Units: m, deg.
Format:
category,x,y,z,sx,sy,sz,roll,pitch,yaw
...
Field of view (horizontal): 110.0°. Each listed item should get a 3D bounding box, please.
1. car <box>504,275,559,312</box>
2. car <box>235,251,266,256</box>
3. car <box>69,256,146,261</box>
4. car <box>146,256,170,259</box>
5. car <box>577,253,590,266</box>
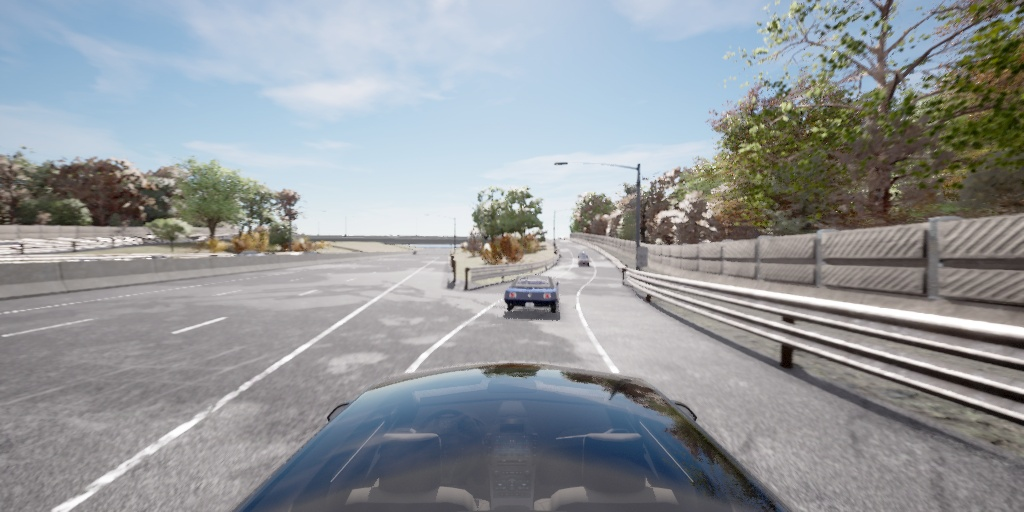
category,x,y,z,sx,sy,sz,roll,pitch,yaw
car,0.973,1.423,14.717,1.895,1.301,4.718,1,0,9
car,-29.796,0.489,41.563,1.812,1.442,4.674,0,1,-9
car,-26.508,0.813,22.462,2.033,1.411,5.357,0,1,-10
car,-35.939,0.617,35.914,1.895,1.301,4.718,0,1,-9
car,11.574,0.809,58.075,2.033,1.411,5.357,1,3,11
